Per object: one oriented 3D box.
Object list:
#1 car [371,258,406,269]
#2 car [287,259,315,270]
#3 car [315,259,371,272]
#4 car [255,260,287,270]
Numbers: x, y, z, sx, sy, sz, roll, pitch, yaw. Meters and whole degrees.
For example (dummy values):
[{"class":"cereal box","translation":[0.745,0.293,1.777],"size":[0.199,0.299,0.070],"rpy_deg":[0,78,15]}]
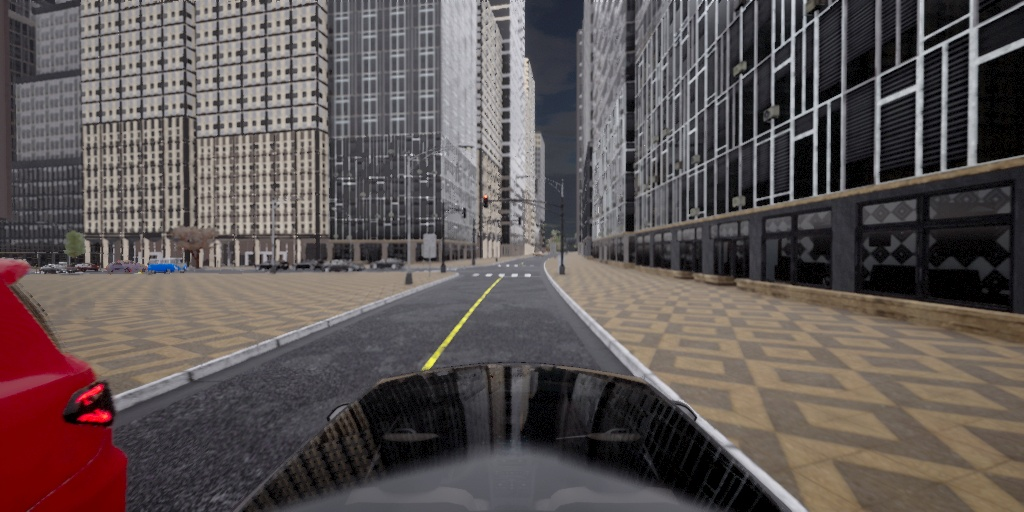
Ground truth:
[{"class":"car","translation":[-15.439,0.938,44.595],"size":[4.403,1.370,2.007],"rpy_deg":[0,0,11]},{"class":"car","translation":[-26.468,1.118,46.812],"size":[4.313,1.339,1.948],"rpy_deg":[0,0,11]},{"class":"car","translation":[-17.088,1.026,36.379],"size":[4.403,1.370,2.007],"rpy_deg":[0,0,11]},{"class":"car","translation":[-31.982,1.201,47.920],"size":[4.313,1.339,1.948],"rpy_deg":[0,0,11]}]
